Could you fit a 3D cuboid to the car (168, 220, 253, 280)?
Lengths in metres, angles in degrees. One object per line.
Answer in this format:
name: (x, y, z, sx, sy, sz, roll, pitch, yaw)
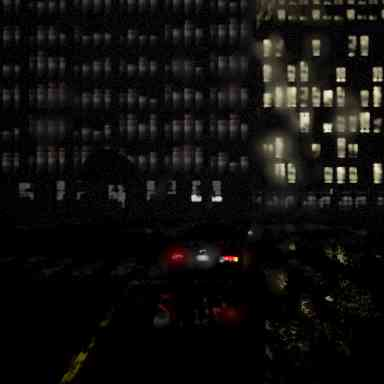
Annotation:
car: (0.768, 1.551, 10.013, 2.033, 1.411, 5.357, 0, 0, 12)
